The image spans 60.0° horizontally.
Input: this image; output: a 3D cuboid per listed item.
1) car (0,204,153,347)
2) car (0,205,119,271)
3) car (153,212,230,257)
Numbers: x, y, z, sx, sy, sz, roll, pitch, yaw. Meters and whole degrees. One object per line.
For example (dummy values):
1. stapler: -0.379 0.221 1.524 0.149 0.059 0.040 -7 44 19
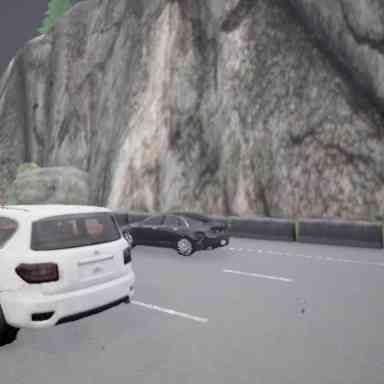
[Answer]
1. car: -3.611 1.261 6.568 5.566 2.045 2.150 0 0 36
2. car: -4.943 1.406 11.820 4.553 1.767 2.097 0 0 36
3. car: -0.866 1.552 13.208 4.892 1.490 1.837 0 0 36
